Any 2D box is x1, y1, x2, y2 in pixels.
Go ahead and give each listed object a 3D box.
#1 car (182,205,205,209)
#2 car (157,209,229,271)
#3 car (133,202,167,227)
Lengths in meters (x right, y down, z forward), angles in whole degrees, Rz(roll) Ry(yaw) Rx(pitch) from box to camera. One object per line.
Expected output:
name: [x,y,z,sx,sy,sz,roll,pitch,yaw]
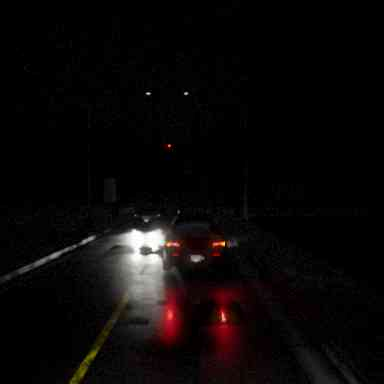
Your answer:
car: [0.110,1.505,20.574,2.033,1.411,5.357,0,0,-2]
car: [0.100,1.493,10.676,1.812,1.442,4.674,0,0,0]
car: [-2.756,1.455,22.511,2.128,1.511,4.902,0,0,0]
